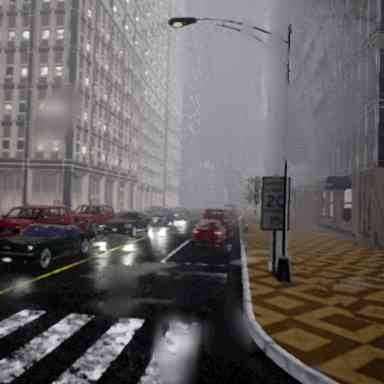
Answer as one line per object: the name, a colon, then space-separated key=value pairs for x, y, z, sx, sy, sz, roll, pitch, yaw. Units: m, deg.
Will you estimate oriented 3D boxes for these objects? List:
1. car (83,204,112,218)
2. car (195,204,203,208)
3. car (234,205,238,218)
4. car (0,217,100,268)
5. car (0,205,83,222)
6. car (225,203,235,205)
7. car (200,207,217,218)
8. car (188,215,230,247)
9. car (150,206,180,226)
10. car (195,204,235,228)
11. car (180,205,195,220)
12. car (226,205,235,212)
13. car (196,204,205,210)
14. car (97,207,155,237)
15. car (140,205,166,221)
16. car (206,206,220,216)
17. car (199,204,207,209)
car: x=-6.697 y=1.753 z=22.107 sx=2.192 sy=1.841 sz=5.009 roll=2 pitch=-1 yaw=8
car: x=0.866 y=3.638 z=76.240 sx=1.802 sy=1.307 sz=4.206 roll=2 pitch=-1 yaw=8
car: x=5.523 y=3.046 z=48.886 sx=1.812 sy=1.442 sz=4.674 roll=2 pitch=-1 yaw=8
car: x=-5.404 y=1.835 z=12.390 sx=1.895 sy=1.301 sz=4.718 roll=2 pitch=-1 yaw=7
car: x=-7.558 y=1.565 z=15.837 sx=2.192 sy=1.841 sz=5.009 roll=2 pitch=-1 yaw=8
car: x=6.447 y=2.955 z=55.861 sx=2.150 sy=2.045 sz=5.566 roll=2 pitch=-1 yaw=8
car: x=2.447 y=2.960 z=47.996 sx=1.994 sy=1.385 sz=4.181 roll=2 pitch=-1 yaw=8
car: x=0.982 y=2.177 z=18.281 sx=1.802 sy=1.307 sz=4.206 roll=2 pitch=-1 yaw=8
car: x=-2.841 y=2.286 z=31.110 sx=2.128 sy=1.511 sz=4.902 roll=2 pitch=-1 yaw=8
car: x=1.813 y=2.089 z=24.268 sx=2.192 sy=1.841 sz=5.009 roll=2 pitch=-1 yaw=8
car: x=-1.405 y=2.590 z=41.248 sx=2.128 sy=1.511 sz=4.902 roll=2 pitch=-1 yaw=9
car: x=9.428 y=3.889 z=80.658 sx=1.967 sy=1.590 sz=4.097 roll=2 pitch=-1 yaw=8
car: x=2.355 y=3.901 z=87.060 sx=1.752 sy=1.417 sz=4.829 roll=2 pitch=-1 yaw=8
car: x=-4.131 y=1.992 z=21.751 sx=1.882 sy=1.535 sz=5.008 roll=2 pitch=-1 yaw=8
car: x=-4.409 y=2.365 z=38.304 sx=1.967 sy=1.590 sz=4.097 roll=2 pitch=-1 yaw=8
car: x=3.591 y=3.208 z=56.310 sx=1.994 sy=1.385 sz=4.181 roll=2 pitch=-1 yaw=8
car: x=3.131 y=4.109 z=92.720 sx=1.947 sy=1.339 sz=4.313 roll=2 pitch=-1 yaw=8
